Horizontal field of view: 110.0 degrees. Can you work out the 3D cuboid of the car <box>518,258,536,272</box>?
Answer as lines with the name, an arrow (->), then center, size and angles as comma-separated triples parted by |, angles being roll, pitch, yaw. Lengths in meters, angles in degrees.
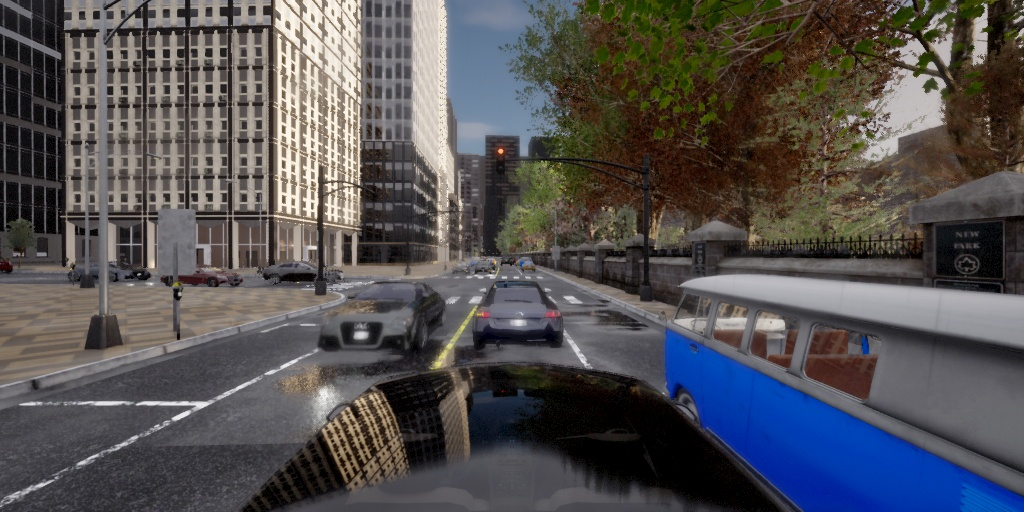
car -> 2.116, 1.260, 46.357 | 1.751, 1.417, 4.829 | 0, 0, -1

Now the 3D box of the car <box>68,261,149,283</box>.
car -> -26.905, 1.024, 24.069 | 4.181, 1.385, 1.994 | 1, 0, 3

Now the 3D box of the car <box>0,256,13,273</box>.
car -> -45.544, 0.676, 30.518 | 4.097, 1.591, 1.967 | 0, 0, 1

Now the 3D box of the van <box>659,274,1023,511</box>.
van -> 2.567, 1.091, 2.638 | 1.690, 1.789, 3.998 | 0, 0, 0

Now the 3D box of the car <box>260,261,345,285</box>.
car -> -13.517, 1.104, 23.409 | 4.902, 1.511, 2.128 | 1, 0, 1

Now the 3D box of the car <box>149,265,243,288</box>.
car -> -18.158, 1.149, 20.984 | 4.207, 1.307, 1.802 | 0, 0, 4

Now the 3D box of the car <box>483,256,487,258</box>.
car -> -3.666, 1.201, 61.281 | 1.882, 1.535, 5.008 | 0, 0, -1

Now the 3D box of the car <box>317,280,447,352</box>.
car -> -2.868, 1.313, 8.788 | 1.994, 1.385, 4.181 | 0, 0, 0

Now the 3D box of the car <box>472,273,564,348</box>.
car -> 0.098, 1.313, 9.218 | 1.994, 1.385, 4.181 | 0, 0, -1

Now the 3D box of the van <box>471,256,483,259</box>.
van -> -6.330, 1.064, 62.478 | 1.690, 1.789, 3.998 | 0, 0, -2

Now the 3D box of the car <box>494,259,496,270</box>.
car -> -3.415, 1.296, 50.858 | 1.994, 1.385, 4.181 | 0, 0, -2

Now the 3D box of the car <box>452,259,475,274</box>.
car -> -5.644, 1.288, 40.303 | 2.007, 1.370, 4.403 | 0, 0, -1

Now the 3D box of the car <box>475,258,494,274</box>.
car -> -3.229, 1.242, 40.878 | 1.837, 1.490, 4.892 | 0, 0, -3

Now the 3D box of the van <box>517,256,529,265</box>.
van -> 1.992, 1.071, 51.730 | 1.690, 1.789, 3.998 | 0, 0, -1
